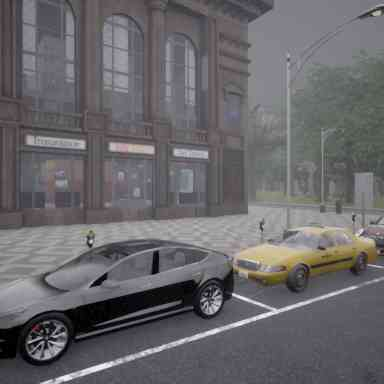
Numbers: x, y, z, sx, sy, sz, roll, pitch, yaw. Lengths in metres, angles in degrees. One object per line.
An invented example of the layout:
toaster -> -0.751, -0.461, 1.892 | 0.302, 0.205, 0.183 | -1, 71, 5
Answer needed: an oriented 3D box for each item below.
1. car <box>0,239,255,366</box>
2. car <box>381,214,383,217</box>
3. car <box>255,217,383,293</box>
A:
car -> -1.170, 1.566, 5.818 | 4.313, 1.339, 1.947 | 0, 0, -36
car -> 7.676, 1.441, 12.144 | 4.097, 1.590, 1.967 | 0, 0, -36
car -> 3.115, 1.525, 8.882 | 4.829, 1.417, 1.752 | 0, 0, -36
